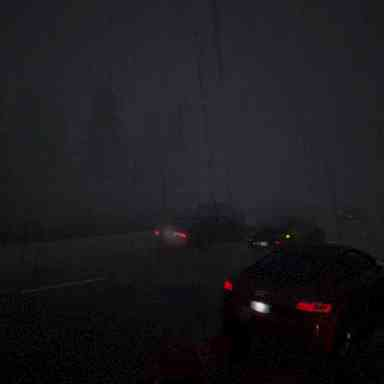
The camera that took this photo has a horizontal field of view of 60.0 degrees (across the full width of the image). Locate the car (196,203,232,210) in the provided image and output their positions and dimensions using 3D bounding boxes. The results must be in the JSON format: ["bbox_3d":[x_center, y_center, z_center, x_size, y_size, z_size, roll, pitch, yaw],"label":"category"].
[{"bbox_3d":[1.881,1.530,22.747,2.097,1.767,4.553,0,-1,33],"label":"car"}]

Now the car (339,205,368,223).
[{"bbox_3d":[13.993,1.839,28.801,1.812,1.442,4.674,0,-1,32],"label":"car"}]

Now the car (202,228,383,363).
[{"bbox_3d":[2.401,1.626,6.117,4.181,1.385,1.994,1,0,-44],"label":"car"}]

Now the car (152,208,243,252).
[{"bbox_3d":[0.630,1.657,14.536,2.033,1.411,5.357,0,0,38],"label":"car"}]

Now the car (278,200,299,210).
[{"bbox_3d":[11.320,1.711,37.778,2.097,1.767,4.553,0,0,32],"label":"car"}]

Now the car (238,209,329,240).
[{"bbox_3d":[3.891,1.651,13.389,1.812,1.442,4.674,0,0,37],"label":"car"}]

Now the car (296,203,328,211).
[{"bbox_3d":[11.818,1.883,31.941,1.994,1.385,4.181,0,0,32],"label":"car"}]
